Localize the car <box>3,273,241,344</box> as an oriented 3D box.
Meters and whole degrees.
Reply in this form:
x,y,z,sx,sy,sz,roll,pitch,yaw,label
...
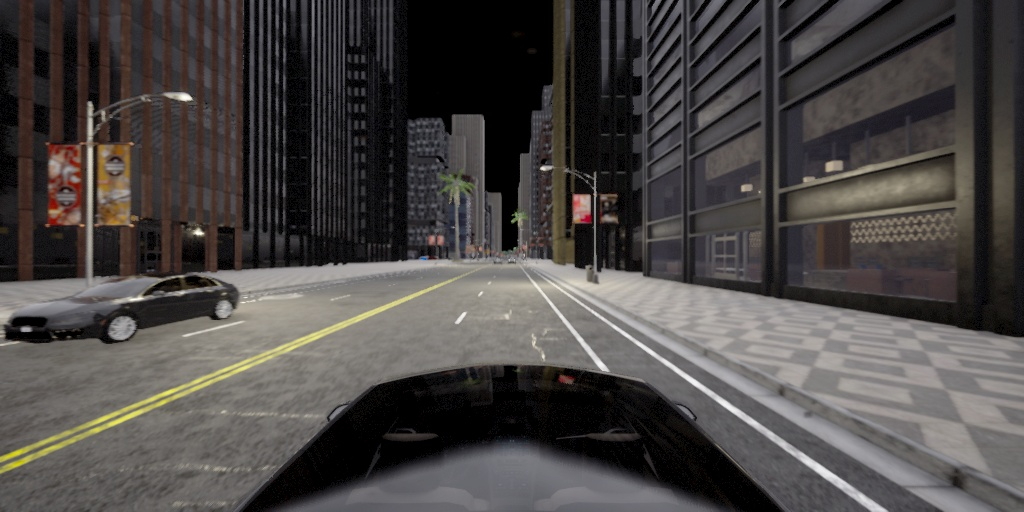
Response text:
x,y,z,sx,sy,sz,roll,pitch,yaw,label
-9.769,1.243,9.656,1.837,1.490,4.892,0,0,0,car
